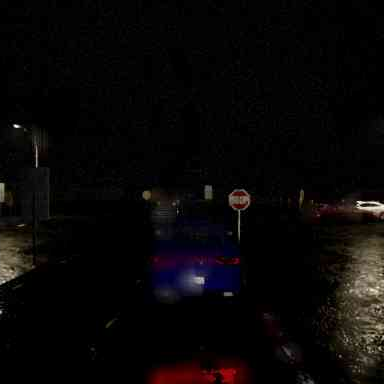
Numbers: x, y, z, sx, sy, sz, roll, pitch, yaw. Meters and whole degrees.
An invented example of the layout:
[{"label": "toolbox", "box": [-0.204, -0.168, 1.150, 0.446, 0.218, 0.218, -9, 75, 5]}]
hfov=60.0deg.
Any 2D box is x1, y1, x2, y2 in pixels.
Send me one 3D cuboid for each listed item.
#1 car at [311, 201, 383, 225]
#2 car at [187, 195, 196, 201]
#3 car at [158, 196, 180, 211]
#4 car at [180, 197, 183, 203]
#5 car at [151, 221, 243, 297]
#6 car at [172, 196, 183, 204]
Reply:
[{"label": "car", "box": [10.568, 1.528, 23.304, 4.181, 1.385, 1.994, 0, 1, 4]}, {"label": "car", "box": [-0.043, 1.410, 80.652, 1.837, 1.490, 4.892, 0, 0, 0]}, {"label": "car", "box": [-2.816, 1.326, 39.148, 2.097, 1.767, 4.553, 0, 0, -1]}, {"label": "car", "box": [-2.869, 1.558, 52.100, 1.895, 1.301, 4.718, 0, 0, 0]}, {"label": "car", "box": [0.085, 1.475, 8.598, 1.882, 1.535, 5.008, 0, 0, 0]}, {"label": "car", "box": [-2.824, 1.539, 65.495, 1.895, 1.301, 4.718, 0, 0, 0]}]
